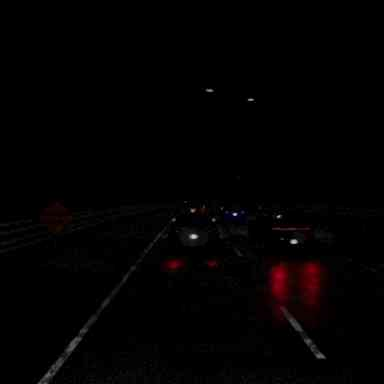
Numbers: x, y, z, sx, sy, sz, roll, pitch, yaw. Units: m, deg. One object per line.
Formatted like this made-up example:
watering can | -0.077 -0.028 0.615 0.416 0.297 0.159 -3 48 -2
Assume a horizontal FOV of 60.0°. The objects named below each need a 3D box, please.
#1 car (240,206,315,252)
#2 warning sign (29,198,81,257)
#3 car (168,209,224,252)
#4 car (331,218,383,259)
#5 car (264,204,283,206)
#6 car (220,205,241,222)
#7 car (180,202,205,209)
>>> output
car | 3.571 1.536 14.016 2.128 1.511 4.902 0 0 0
warning sign | -4.542 1.137 11.132 1.300 1.860 1.060 0 0 0
car | 0.072 1.608 14.005 1.994 1.385 4.181 0 -1 0
car | 7.063 1.634 12.582 1.895 1.301 4.718 0 0 0
car | 7.075 1.796 29.214 1.837 1.490 4.892 0 -1 0
car | 3.578 1.863 29.612 1.994 1.385 4.181 0 -1 0
car | 0.072 1.633 28.817 2.097 1.767 4.553 0 -1 0
